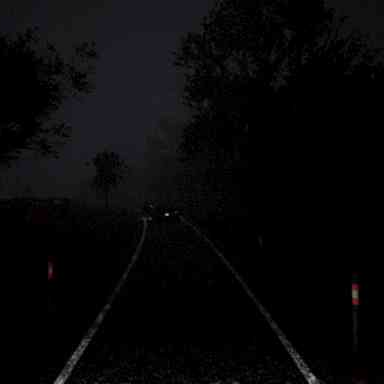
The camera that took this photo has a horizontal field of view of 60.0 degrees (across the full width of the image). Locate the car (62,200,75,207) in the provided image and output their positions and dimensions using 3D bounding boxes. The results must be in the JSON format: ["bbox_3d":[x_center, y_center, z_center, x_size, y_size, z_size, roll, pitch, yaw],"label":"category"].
[{"bbox_3d":[-27.583,2.516,74.149,2.231,1.521,4.892,-1,-1,-28],"label":"car"}]

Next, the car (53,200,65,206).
[{"bbox_3d":[-33.709,2.828,84.395,2.002,1.452,4.674,0,-1,-32],"label":"car"}]

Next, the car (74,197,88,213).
[{"bbox_3d":[-14.785,1.614,43.172,2.435,2.045,5.566,2,-2,-16],"label":"car"}]

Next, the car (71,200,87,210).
[{"bbox_3d":[-18.289,2.070,53.819,2.231,1.521,4.892,2,-2,-19],"label":"car"}]

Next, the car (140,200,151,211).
[{"bbox_3d":[-5.283,1.656,41.244,1.994,1.385,4.181,-1,0,-14],"label":"car"}]

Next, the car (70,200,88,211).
[{"bbox_3d":[-16.451,1.967,48.539,2.231,1.521,4.892,2,-2,-18],"label":"car"}]

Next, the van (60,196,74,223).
[{"bbox_3d":[-11.018,1.398,26.747,1.878,1.987,4.442,2,-2,-12],"label":"van"}]

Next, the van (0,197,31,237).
[{"bbox_3d":[-9.542,1.292,15.661,1.878,1.987,4.442,1,-1,-7],"label":"van"}]

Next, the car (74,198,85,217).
[{"bbox_3d":[-12.063,1.687,32.161,1.946,1.575,5.366,2,-2,-10],"label":"car"}]

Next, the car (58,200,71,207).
[{"bbox_3d":[-30.430,2.656,79.096,2.097,1.535,5.008,-1,-2,-30],"label":"car"}]

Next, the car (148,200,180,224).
[{"bbox_3d":[-2.061,1.566,25.325,1.994,1.385,4.181,0,0,-9],"label":"car"}]

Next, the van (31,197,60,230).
[{"bbox_3d":[-10.185,1.339,21.215,1.878,1.987,4.442,1,-1,-7],"label":"van"}]
